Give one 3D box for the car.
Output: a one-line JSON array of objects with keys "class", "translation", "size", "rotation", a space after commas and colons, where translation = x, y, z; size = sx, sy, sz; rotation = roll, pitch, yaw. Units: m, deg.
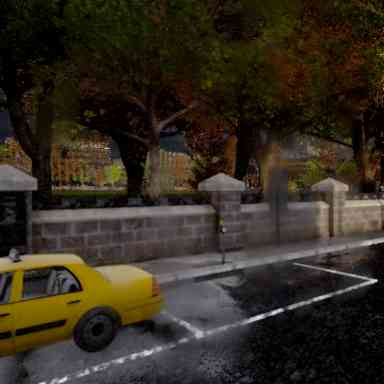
[{"class": "car", "translation": [-2.744, 1.525, 4.604], "size": [4.829, 1.417, 1.752], "rotation": [0, 0, -36]}]
